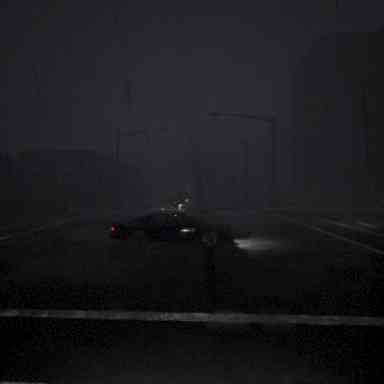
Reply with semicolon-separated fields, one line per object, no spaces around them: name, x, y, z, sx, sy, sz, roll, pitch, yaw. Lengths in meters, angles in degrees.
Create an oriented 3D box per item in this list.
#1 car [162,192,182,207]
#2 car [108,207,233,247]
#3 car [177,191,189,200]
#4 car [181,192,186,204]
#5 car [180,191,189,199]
car;-2.596;1.143;41.056;1.837;1.490;4.892;0;1;2
car;-0.916;1.575;14.771;5.357;1.411;2.033;0;1;1
car;-1.821;0.604;68.992;2.097;1.767;4.553;0;1;1
car;-2.354;1.079;49.941;1.994;1.385;4.181;0;1;2
car;-2.094;0.940;58.800;2.033;1.411;5.357;0;1;2
